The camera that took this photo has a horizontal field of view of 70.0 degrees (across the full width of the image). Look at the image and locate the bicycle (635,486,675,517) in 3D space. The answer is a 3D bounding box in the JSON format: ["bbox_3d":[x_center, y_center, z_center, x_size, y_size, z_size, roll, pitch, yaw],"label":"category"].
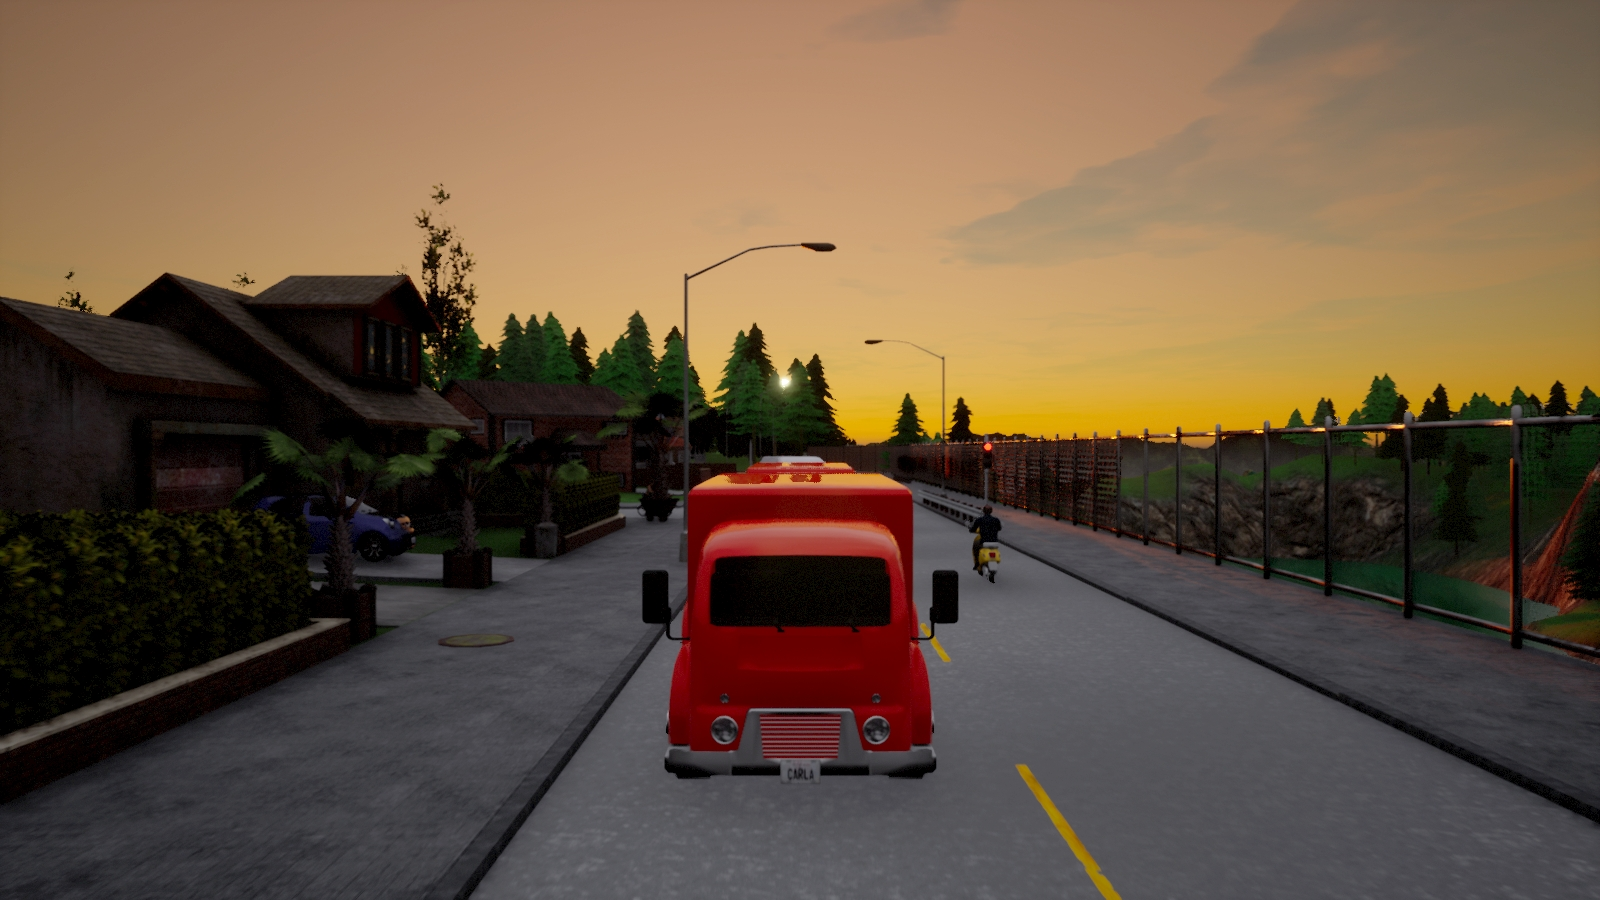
[{"bbox_3d":[-6.025,2.130,47.452,1.487,1.276,0.859,0,0,8],"label":"bicycle"}]

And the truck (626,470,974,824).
[{"bbox_3d":[0.000,1.540,11.247,2.627,2.467,5.204,0,2,0],"label":"truck"}]

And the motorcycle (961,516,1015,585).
[{"bbox_3d":[4.001,2.127,24.481,0.856,1.316,1.805,0,0,0],"label":"motorcycle"}]
